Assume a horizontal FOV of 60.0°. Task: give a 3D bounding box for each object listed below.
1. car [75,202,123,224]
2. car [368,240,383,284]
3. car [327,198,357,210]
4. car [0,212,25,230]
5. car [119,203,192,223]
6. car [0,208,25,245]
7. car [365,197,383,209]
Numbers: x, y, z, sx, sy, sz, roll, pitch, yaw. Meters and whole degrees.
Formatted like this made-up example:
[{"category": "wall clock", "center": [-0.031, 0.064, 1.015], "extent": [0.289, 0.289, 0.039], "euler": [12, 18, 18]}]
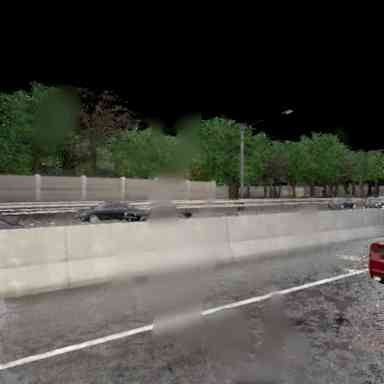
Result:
[{"category": "car", "center": [-6.280, 1.508, 25.049], "extent": [4.892, 1.490, 1.837], "euler": [0, 0, -37]}, {"category": "car", "center": [6.370, 1.480, 8.267], "extent": [5.008, 1.535, 1.882], "euler": [0, 0, -35]}, {"category": "car", "center": [19.757, 1.549, 43.603], "extent": [4.892, 1.490, 1.837], "euler": [1, 0, -35]}, {"category": "car", "center": [-8.079, 1.526, 11.125], "extent": [4.674, 1.442, 1.812], "euler": [0, 0, -35]}, {"category": "car", "center": [-2.406, 1.605, 23.740], "extent": [4.718, 1.301, 1.895], "euler": [0, 0, -35]}, {"category": "car", "center": [-9.954, 1.505, 14.086], "extent": [4.892, 1.490, 1.837], "euler": [0, 0, -35]}, {"category": "car", "center": [23.936, 1.397, 42.248], "extent": [4.553, 1.767, 2.097], "euler": [0, 0, -35]}]
